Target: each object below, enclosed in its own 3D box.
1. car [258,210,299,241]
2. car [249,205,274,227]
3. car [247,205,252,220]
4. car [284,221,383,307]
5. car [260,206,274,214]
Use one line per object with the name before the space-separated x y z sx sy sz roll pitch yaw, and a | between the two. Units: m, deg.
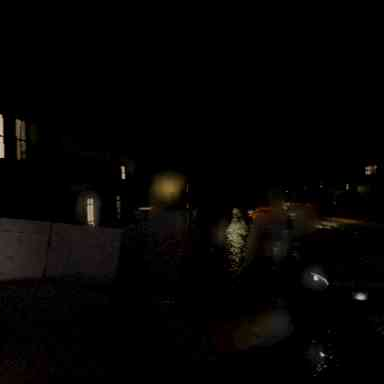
car | 5.185 2.005 19.381 1.994 1.385 4.181 -1 -2 8
car | 6.442 2.192 29.697 1.882 1.535 5.008 -1 -2 7
car | 7.719 2.342 39.961 2.097 1.767 4.553 -1 -2 7
car | 3.525 1.692 8.382 1.812 1.442 4.674 -1 -2 11
car | 12.722 3.000 56.723 1.895 1.301 4.718 -1 -2 6
